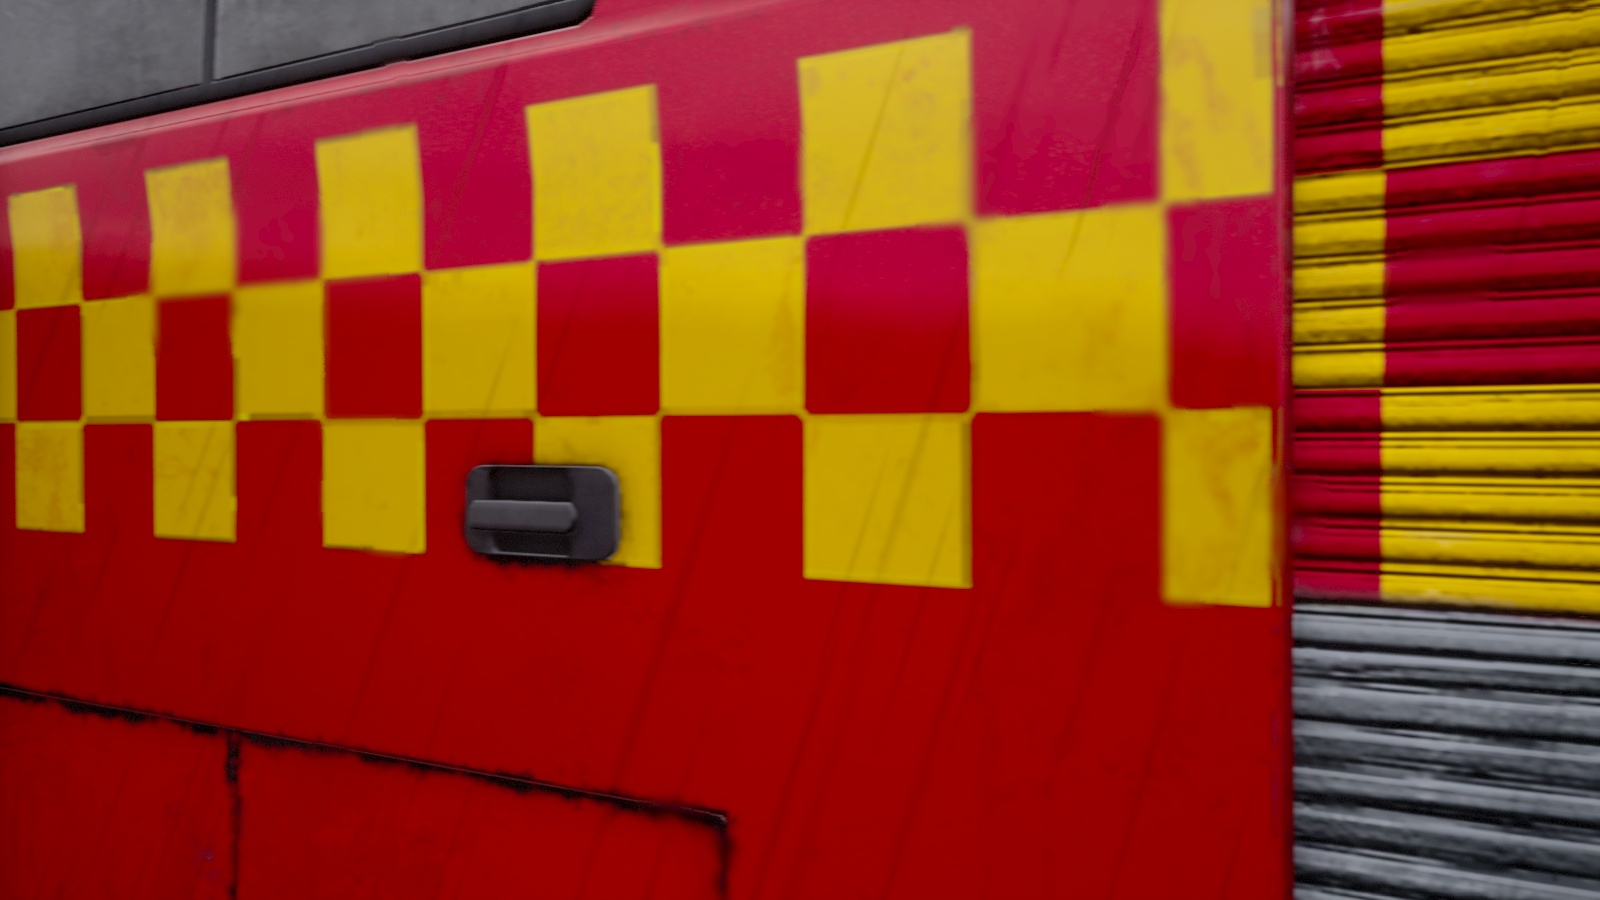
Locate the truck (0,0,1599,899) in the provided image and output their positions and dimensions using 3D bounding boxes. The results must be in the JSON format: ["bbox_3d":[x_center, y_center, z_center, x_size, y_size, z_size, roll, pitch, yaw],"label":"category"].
[{"bbox_3d":[0.412,-0.375,2.962,8.468,3.827,2.891,1,1,30],"label":"truck"}]
